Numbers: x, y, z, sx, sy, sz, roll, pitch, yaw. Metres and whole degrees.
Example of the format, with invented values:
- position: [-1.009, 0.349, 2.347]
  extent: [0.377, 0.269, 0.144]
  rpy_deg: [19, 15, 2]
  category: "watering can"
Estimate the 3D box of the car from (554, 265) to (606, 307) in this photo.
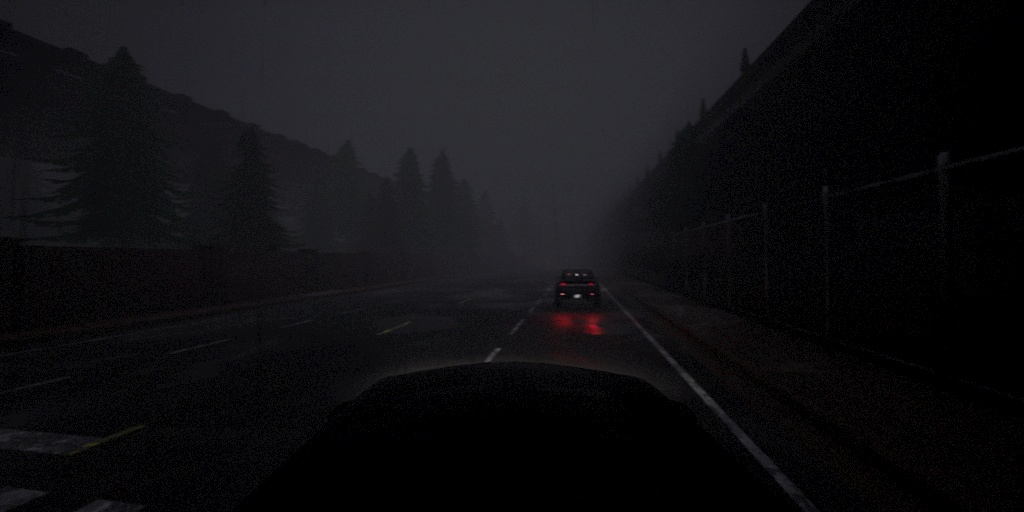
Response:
- position: [2.913, 1.333, 16.037]
  extent: [2.128, 1.511, 4.902]
  rpy_deg: [-1, 0, 10]
  category: "car"
